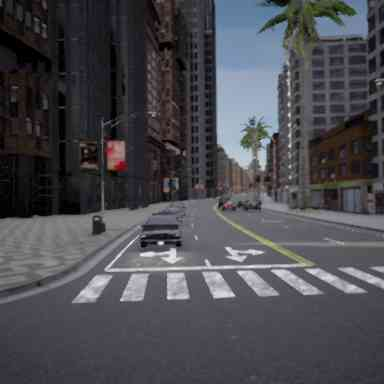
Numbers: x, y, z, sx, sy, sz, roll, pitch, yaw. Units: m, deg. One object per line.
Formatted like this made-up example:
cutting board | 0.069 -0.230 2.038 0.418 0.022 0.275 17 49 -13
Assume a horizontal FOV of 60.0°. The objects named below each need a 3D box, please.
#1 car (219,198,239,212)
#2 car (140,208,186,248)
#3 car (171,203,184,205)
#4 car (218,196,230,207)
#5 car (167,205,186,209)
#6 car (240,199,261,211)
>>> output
car | 5.229 1.976 47.151 1.812 1.442 4.674 -1 -1 3
car | -1.393 1.773 16.490 2.033 1.411 5.357 -1 -1 -2
car | -1.659 1.936 36.569 2.128 1.511 4.902 -1 -1 1
car | 5.630 1.747 57.055 2.150 2.045 5.566 -1 0 4
car | -1.653 1.937 26.428 1.895 1.301 4.718 -1 -1 -1
car | 8.489 1.759 47.409 2.097 1.767 4.553 -1 0 3
